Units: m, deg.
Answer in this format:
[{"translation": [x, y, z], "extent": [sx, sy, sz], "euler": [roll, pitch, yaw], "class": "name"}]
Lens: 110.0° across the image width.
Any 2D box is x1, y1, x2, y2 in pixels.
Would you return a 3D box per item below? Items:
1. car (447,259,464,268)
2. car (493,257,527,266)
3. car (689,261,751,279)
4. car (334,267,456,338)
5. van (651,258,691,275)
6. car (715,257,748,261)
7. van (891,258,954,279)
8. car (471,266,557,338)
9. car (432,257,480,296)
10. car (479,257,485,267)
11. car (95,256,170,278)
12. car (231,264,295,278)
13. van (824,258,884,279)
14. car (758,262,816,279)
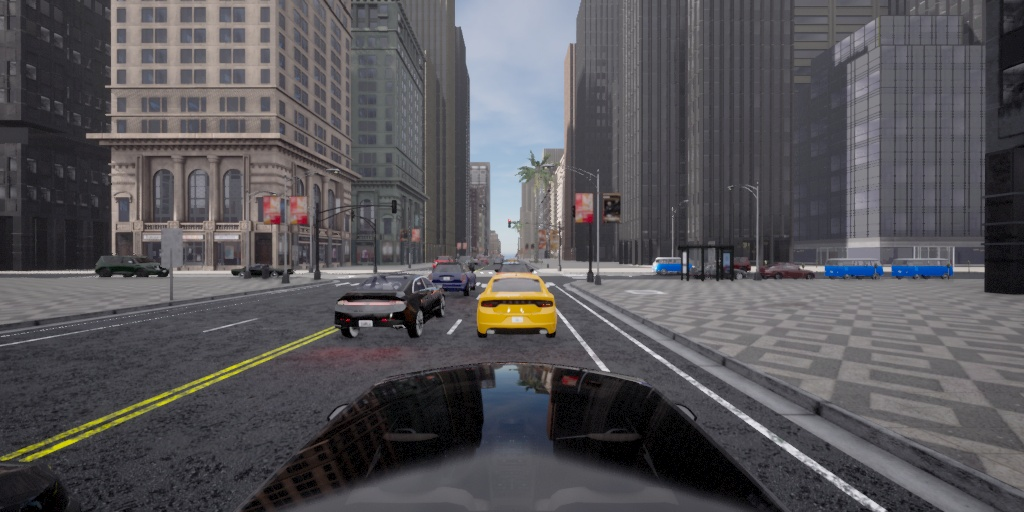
[{"translation": [-9.735, 1.243, 62.340], "extent": [2.128, 1.511, 4.902], "euler": [0, 0, 1], "class": "car"}, {"translation": [0.123, 1.102, 19.315], "extent": [2.097, 1.767, 4.553], "euler": [0, 0, 0], "class": "car"}, {"translation": [17.107, 1.299, 29.861], "extent": [4.403, 1.370, 2.007], "euler": [0, 0, 0], "class": "car"}, {"translation": [-3.140, 1.241, 10.151], "extent": [2.128, 1.511, 4.902], "euler": [0, 0, 0], "class": "car"}, {"translation": [17.114, 1.065, 38.386], "extent": [3.998, 1.789, 1.690], "euler": [0, 0, 0], "class": "van"}, {"translation": [22.791, 1.035, 38.381], "extent": [5.009, 1.841, 2.192], "euler": [0, 0, 0], "class": "car"}, {"translation": [34.139, 1.079, 29.845], "extent": [3.998, 1.789, 1.690], "euler": [0, 0, 0], "class": "van"}, {"translation": [0.109, 1.227, 10.241], "extent": [1.882, 1.535, 5.008], "euler": [0, 0, 0], "class": "car"}, {"translation": [-3.127, 1.102, 19.290], "extent": [2.097, 1.767, 4.553], "euler": [0, 0, 0], "class": "car"}, {"translation": [-6.484, 1.355, 63.885], "extent": [1.895, 1.301, 4.718], "euler": [0, 0, 0], "class": "car"}, {"translation": [-34.437, 1.000, 32.685], "extent": [5.566, 2.045, 2.150], "euler": [1, 0, 0], "class": "car"}, {"translation": [-22.548, 1.375, 32.610], "extent": [4.718, 1.301, 1.895], "euler": [0, 0, 0], "class": "car"}, {"translation": [28.462, 1.082, 29.850], "extent": [3.998, 1.789, 1.690], "euler": [0, 0, 0], "class": "van"}, {"translation": [22.785, 1.326, 29.856], "extent": [4.207, 1.307, 1.802], "euler": [0, 0, 0], "class": "car"}]
